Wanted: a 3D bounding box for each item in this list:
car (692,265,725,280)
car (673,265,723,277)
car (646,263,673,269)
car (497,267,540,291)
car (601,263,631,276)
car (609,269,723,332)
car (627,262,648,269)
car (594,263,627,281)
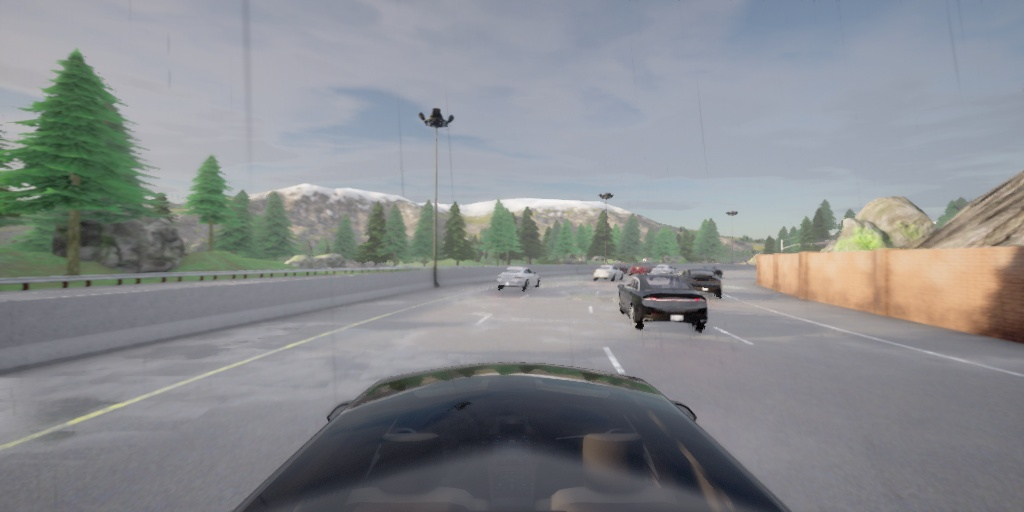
[{"bbox_3d":[21.746,1.740,39.521,2.033,1.411,5.357,0,-1,41],"label":"car"},{"bbox_3d":[10.514,1.470,20.343,1.837,1.490,4.892,0,-1,19],"label":"car"},{"bbox_3d":[16.087,1.663,37.778,1.812,1.442,4.674,0,-1,38],"label":"car"},{"bbox_3d":[0.490,1.441,23.418,1.812,1.442,4.674,0,-1,19],"label":"car"},{"bbox_3d":[13.286,1.653,45.652,1.882,1.535,5.008,0,0,40],"label":"car"},{"bbox_3d":[4.541,1.348,11.380,2.128,1.511,4.902,0,0,9],"label":"car"},{"bbox_3d":[15.961,1.529,43.315,2.097,1.767,4.553,0,-1,39],"label":"car"},{"bbox_3d":[9.055,1.580,33.624,1.812,1.442,4.674,0,0,31],"label":"car"}]
